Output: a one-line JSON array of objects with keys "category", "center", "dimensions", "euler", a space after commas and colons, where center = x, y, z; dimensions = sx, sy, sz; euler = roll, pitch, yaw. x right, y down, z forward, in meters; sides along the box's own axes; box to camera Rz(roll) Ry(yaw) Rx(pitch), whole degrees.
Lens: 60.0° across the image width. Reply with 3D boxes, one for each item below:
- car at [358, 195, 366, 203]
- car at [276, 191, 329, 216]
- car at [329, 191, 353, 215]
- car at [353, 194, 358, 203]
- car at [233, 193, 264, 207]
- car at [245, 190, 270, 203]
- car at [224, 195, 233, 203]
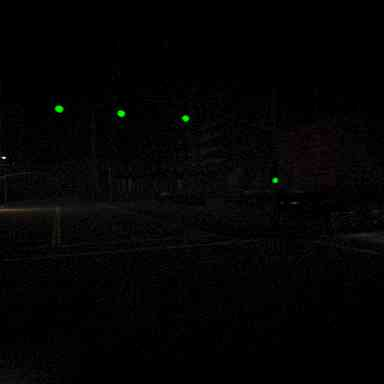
[{"category": "car", "center": [26.253, 1.009, 54.295], "dimensions": [1.784, 1.438, 3.905], "euler": [-1, 0, -22]}, {"category": "car", "center": [9.145, 1.031, 28.676], "dimensions": [1.932, 1.855, 4.605], "euler": [-1, 0, -22]}, {"category": "car", "center": [11.852, 0.996, 29.700], "dimensions": [1.905, 1.878, 3.866], "euler": [-1, 0, -22]}, {"category": "car", "center": [23.537, 0.836, 53.279], "dimensions": [1.932, 1.855, 4.605], "euler": [-1, 0, -22]}, {"category": "car", "center": [7.885, 1.300, 46.924], "dimensions": [1.970, 1.475, 3.806], "euler": [-1, 0, -22]}, {"category": "car", "center": [12.794, 0.996, 65.204], "dimensions": [1.932, 1.855, 4.605], "euler": [-1, 0, -22]}, {"category": "car", "center": [7.636, 1.311, 63.088], "dimensions": [1.970, 1.475, 3.806], "euler": [-1, 0, -22]}]
